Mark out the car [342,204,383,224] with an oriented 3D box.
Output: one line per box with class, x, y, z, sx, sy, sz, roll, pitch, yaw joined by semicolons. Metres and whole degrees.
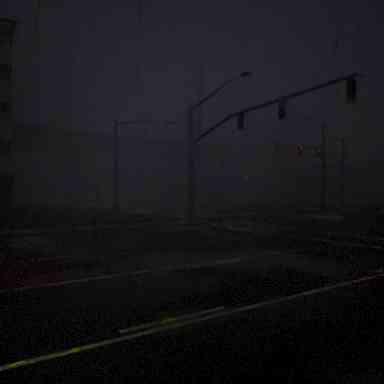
car;13.530;1.576;24.806;1.895;1.301;4.718;0;0;-19
